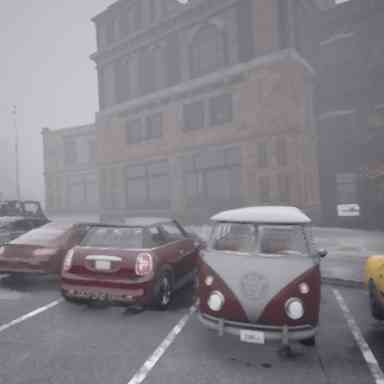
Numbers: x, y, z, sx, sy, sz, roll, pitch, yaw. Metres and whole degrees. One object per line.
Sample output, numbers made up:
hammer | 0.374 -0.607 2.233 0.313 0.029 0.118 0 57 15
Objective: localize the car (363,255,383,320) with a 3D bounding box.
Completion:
car | 3.777 1.493 4.521 1.946 1.575 5.366 1 -1 16

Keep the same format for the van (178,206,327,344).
van | 1.361 1.276 6.329 1.878 1.987 4.442 0 -1 16

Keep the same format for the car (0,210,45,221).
car | -5.906 1.591 11.700 2.163 1.488 4.792 0 -1 16

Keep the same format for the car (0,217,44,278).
car | -3.484 1.576 9.921 2.002 1.452 4.674 0 -1 16

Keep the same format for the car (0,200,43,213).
car | -8.341 1.341 13.394 2.435 2.045 5.566 0 -1 16

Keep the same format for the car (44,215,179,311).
car | -1.060 1.391 8.154 2.185 1.767 4.553 0 -1 16
